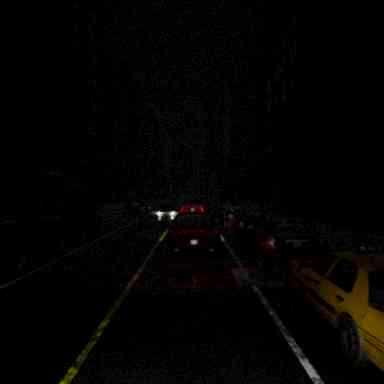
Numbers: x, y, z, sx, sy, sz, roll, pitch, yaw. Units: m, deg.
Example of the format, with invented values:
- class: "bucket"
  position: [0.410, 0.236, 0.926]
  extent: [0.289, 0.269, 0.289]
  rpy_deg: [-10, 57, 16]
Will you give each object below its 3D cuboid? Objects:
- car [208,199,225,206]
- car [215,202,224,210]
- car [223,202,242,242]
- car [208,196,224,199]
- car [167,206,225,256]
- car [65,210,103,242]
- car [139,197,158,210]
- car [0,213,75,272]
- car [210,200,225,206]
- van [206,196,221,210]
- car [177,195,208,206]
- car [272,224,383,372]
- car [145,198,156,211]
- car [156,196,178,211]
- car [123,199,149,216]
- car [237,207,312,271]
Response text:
- class: "car"
  position: [2.849, 1.637, 33.023]
  extent: [1.947, 1.339, 4.313]
  rpy_deg: [0, 0, 0]
- class: "car"
  position: [2.852, 1.599, 21.976]
  extent: [2.008, 1.369, 4.403]
  rpy_deg: [0, 0, 0]
- class: "car"
  position: [2.854, 1.476, 16.452]
  extent: [1.967, 1.590, 4.097]
  rpy_deg: [0, 0, 0]
- class: "car"
  position: [2.848, 1.399, 38.547]
  extent: [2.192, 1.841, 5.009]
  rpy_deg: [0, 0, 0]
- class: "car"
  position: [0.065, 1.507, 13.308]
  extent: [1.882, 1.535, 5.008]
  rpy_deg: [0, -1, 0]
- class: "car"
  position: [-5.672, 1.602, 16.437]
  extent: [1.947, 1.339, 4.313]
  rpy_deg: [0, 0, 0]
- class: "car"
  position: [-5.680, 1.536, 44.063]
  extent: [1.967, 1.590, 4.097]
  rpy_deg: [0, 0, 0]
- class: "car"
  position: [-5.671, 1.590, 10.912]
  extent: [1.947, 1.339, 4.313]
  rpy_deg: [0, 0, 0]
- class: "car"
  position: [2.851, 1.610, 27.499]
  extent: [2.008, 1.369, 4.403]
  rpy_deg: [0, 0, 0]
- class: "van"
  position: [2.846, 1.437, 44.071]
  extent: [1.690, 1.788, 3.998]
  rpy_deg: [0, 0, 0]
- class: "car"
  position: [0.061, 1.414, 28.874]
  extent: [2.097, 1.767, 4.553]
  rpy_deg: [0, 0, 0]
- class: "car"
  position: [2.857, 1.538, 5.575]
  extent: [1.752, 1.417, 4.829]
  rpy_deg: [0, 0, 0]
- class: "car"
  position: [-5.678, 1.649, 38.538]
  extent: [1.947, 1.339, 4.313]
  rpy_deg: [0, 0, 0]
- class: "car"
  position: [-3.092, 1.567, 41.438]
  extent: [1.882, 1.535, 5.008]
  rpy_deg: [0, 0, 0]
- class: "car"
  position: [-5.677, 1.653, 33.013]
  extent: [1.802, 1.307, 4.206]
  rpy_deg: [0, 0, 0]
- class: "car"
  position: [2.855, 1.464, 10.929]
  extent: [1.967, 1.590, 4.097]
  rpy_deg: [0, 0, 0]
